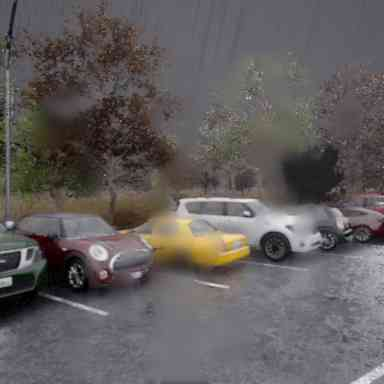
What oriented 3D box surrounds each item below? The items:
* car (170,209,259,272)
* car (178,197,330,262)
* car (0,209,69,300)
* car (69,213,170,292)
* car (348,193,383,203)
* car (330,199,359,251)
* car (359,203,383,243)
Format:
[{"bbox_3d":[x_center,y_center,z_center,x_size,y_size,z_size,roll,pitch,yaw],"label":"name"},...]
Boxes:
[{"bbox_3d":[-0.830,1.487,10.794,5.366,1.575,1.946,-1,0,35],"label":"car"},{"bbox_3d":[1.799,1.221,12.379,5.566,2.045,2.435,-1,-1,35],"label":"car"},{"bbox_3d":[-5.509,1.238,7.270,5.566,2.045,2.435,-1,-1,35],"label":"car"},{"bbox_3d":[-3.132,1.367,9.011,4.553,1.767,2.185,-1,-1,35],"label":"car"},{"bbox_3d":[9.121,1.118,17.426,5.566,2.045,2.435,-1,0,36],"label":"car"},{"bbox_3d":[4.251,1.322,14.057,4.553,1.767,2.185,-1,0,35],"label":"car"},{"bbox_3d":[6.661,1.444,15.762,4.792,1.488,2.163,-1,0,36],"label":"car"}]
